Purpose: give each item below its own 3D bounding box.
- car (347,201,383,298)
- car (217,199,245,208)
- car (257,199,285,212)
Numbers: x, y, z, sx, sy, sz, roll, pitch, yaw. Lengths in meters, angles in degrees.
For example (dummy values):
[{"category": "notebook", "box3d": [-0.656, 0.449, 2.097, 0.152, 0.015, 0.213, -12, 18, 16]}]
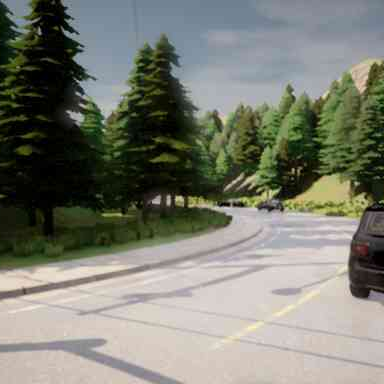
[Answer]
[{"category": "car", "box3d": [5.246, 1.227, 7.823, 2.150, 2.045, 5.566, 0, 0, 36]}, {"category": "car", "box3d": [5.723, 1.703, 49.395, 1.895, 1.301, 4.718, 0, 0, -32]}, {"category": "car", "box3d": [9.432, 1.610, 39.762, 1.812, 1.442, 4.674, 0, 0, -12]}]
